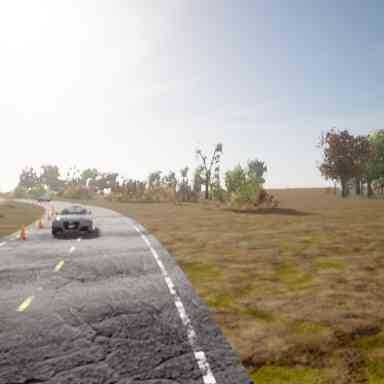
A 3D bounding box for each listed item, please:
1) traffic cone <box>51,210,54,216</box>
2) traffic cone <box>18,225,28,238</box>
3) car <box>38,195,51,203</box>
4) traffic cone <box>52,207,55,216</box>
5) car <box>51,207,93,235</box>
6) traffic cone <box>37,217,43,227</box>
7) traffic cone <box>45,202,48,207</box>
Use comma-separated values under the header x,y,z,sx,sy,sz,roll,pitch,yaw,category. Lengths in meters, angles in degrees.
x,y,z,sx,sy,sz,roll,pitch,yaw,category
-11.033,1.882,25.619,0.340,0.580,0.340,0,0,-18,traffic cone
-8.229,1.906,16.208,0.340,0.580,0.340,0,0,-15,traffic cone
-29.527,1.369,66.438,1.812,1.442,4.674,0,0,-36,car
-12.668,1.870,30.248,0.340,0.580,0.340,0,0,-20,traffic cone
-6.524,1.512,18.449,1.994,1.385,4.181,0,0,-16,car
-9.553,1.894,20.937,0.340,0.580,0.340,0,0,-17,traffic cone
-20.727,1.828,48.142,0.340,0.580,0.340,0,0,-28,traffic cone
